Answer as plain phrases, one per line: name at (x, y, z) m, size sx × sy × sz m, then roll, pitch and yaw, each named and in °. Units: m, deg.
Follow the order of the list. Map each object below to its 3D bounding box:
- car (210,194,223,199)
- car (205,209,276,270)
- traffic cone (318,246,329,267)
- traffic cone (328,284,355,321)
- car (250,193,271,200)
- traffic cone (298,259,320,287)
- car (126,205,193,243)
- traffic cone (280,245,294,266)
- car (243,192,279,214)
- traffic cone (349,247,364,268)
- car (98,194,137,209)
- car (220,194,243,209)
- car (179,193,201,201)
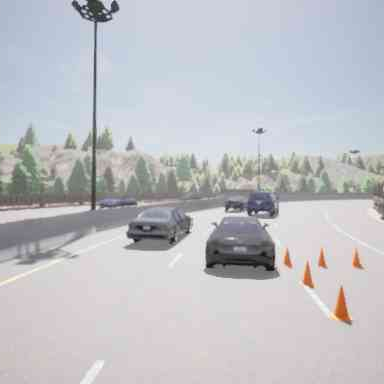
car at (4.363, 1.048, 49.181) m, size 1.882 × 1.535 × 5.008 m, roll 1°, pitch 0°, yaw 32°
car at (1.562, 1.466, 10.800) m, size 1.994 × 1.385 × 4.181 m, roll 1°, pitch 1°, yaw 8°
traffic cone at (3.827, 1.890, 9.824) m, size 0.340 × 0.580 × 0.340 m, roll 1°, pitch 1°, yaw 3°
traffic cone at (2.635, 1.920, 5.877) m, size 0.340 × 0.580 × 0.340 m, roll 1°, pitch 1°, yaw 3°
car at (13.949, 0.911, 67.658) m, size 1.837 × 1.490 × 4.892 m, roll 1°, pitch 0°, yaw 42°
traffic cone at (2.731, 1.900, 7.875) m, size 0.340 × 0.580 × 0.340 m, roll 1°, pitch 1°, yaw 3°
car at (-1.275, 1.380, 15.080) m, size 2.033 × 1.411 × 5.357 m, roll 1°, pitch 1°, yaw 10°
traffic cone at (2.828, 1.880, 9.872) m, size 0.340 × 0.580 × 0.340 m, roll 1°, pitch 1°, yaw 3°
car at (6.235, 0.981, 28.895) m, size 2.150 × 2.045 × 5.566 m, roll 0°, pitch 1°, yaw 20°
traffic cone at (4.826, 1.900, 9.777) m, size 0.340 × 0.580 × 0.340 m, roll 1°, pitch 0°, yaw 3°
car at (-7.309, 0.970, 32.937) m, size 2.097 × 1.767 × 4.553 m, roll 1°, pitch 1°, yaw 20°
car at (4.867, 1.201, 34.644) m, size 1.837 × 1.490 × 4.892 m, roll 0°, pitch 0°, yaw 23°
car at (-0.274, 1.003, 54.951) m, size 1.837 × 1.490 × 4.892 m, roll 0°, pitch 1°, yaw 32°
